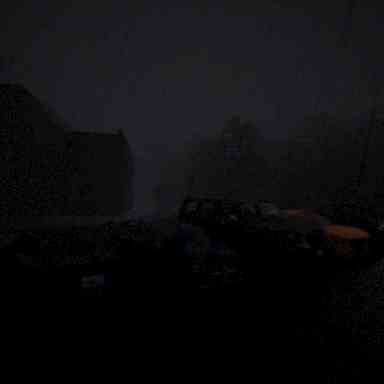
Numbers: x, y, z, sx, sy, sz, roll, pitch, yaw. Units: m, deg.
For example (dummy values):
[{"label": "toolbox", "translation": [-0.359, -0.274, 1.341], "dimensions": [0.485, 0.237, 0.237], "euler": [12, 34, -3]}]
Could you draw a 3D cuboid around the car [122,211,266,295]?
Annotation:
[{"label": "car", "translation": [-0.701, 1.469, 8.953], "dimensions": [2.231, 1.521, 4.892], "euler": [0, 0, -35]}]

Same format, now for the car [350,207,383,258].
[{"label": "car", "translation": [3.845, 1.415, 12.194], "dimensions": [2.097, 1.535, 5.008], "euler": [-1, 0, -35]}]

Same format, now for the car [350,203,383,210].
[{"label": "car", "translation": [6.127, 1.248, 13.777], "dimensions": [2.185, 1.767, 4.553], "euler": [-1, 1, -35]}]

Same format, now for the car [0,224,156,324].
[{"label": "car", "translation": [-2.977, 1.510, 7.358], "dimensions": [2.163, 1.488, 4.792], "euler": [0, 0, -35]}]

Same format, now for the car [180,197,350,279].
[{"label": "car", "translation": [1.588, 1.195, 10.543], "dimensions": [2.435, 2.045, 5.566], "euler": [-1, 0, -35]}]
